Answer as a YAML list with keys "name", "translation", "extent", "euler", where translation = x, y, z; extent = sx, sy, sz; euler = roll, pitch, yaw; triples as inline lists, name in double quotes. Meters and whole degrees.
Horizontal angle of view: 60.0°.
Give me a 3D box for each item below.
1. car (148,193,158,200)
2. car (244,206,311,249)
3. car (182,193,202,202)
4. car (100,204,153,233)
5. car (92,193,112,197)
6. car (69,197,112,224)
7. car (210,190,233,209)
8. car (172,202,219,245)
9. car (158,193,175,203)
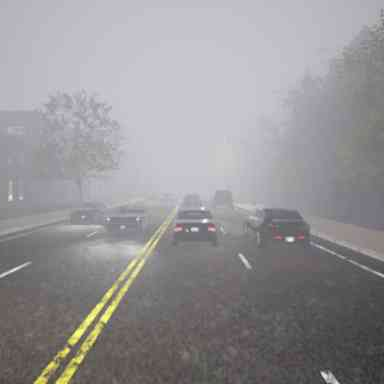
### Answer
- name: "car"
  translation: [-7.029, 0.826, 62.283]
  extent: [1.994, 1.385, 4.181]
  euler: [0, 1, 0]
- name: "car"
  translation: [3.350, 1.337, 13.756]
  extent: [1.837, 1.490, 4.892]
  euler: [0, 1, 0]
- name: "car"
  translation: [0.010, 0.918, 35.904]
  extent: [2.097, 1.767, 4.553]
  euler: [0, 1, -1]
- name: "car"
  translation: [-3.350, 1.379, 18.327]
  extent: [1.895, 1.301, 4.718]
  euler: [0, 1, 0]
- name: "car"
  translation: [-20.692, 0.905, 76.255]
  extent: [4.313, 1.339, 1.947]
  euler: [-1, 2, -1]
- name: "car"
  translation: [-6.604, 1.295, 22.221]
  extent: [1.994, 1.385, 4.181]
  euler: [0, 1, 0]
- name: "car"
  translation: [3.252, 0.774, 36.957]
  extent: [2.150, 2.045, 5.566]
  euler: [0, 1, -1]
- name: "car"
  translation: [0.099, 1.371, 14.512]
  extent: [2.033, 1.411, 5.357]
  euler: [0, 1, 0]
- name: "car"
  translation: [-3.655, 0.916, 50.750]
  extent: [1.812, 1.442, 4.674]
  euler: [0, 1, -1]
